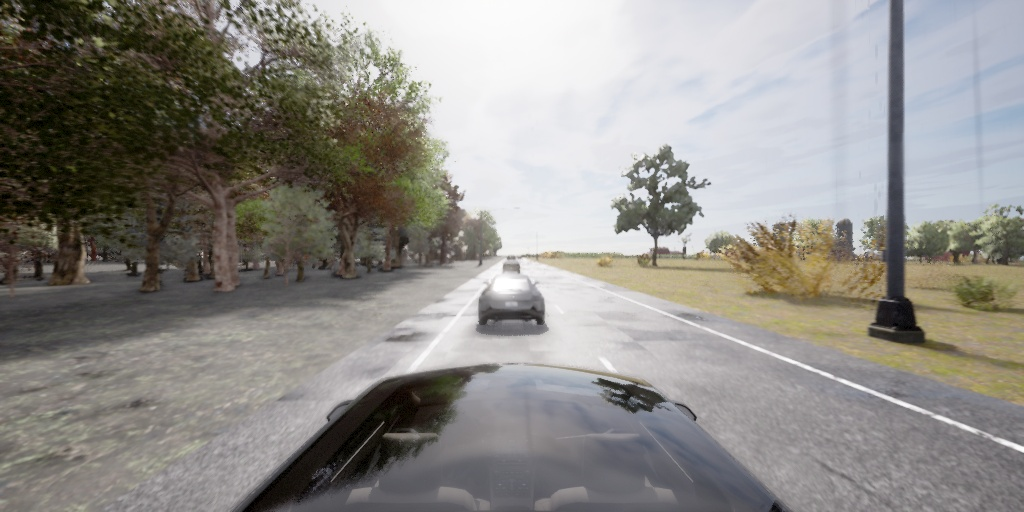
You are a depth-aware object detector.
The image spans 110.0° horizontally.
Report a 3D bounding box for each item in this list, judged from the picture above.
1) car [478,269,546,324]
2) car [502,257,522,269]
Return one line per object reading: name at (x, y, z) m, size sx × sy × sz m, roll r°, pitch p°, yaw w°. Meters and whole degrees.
car at (-0.009, 1.285, 11.838) m, size 1.994 × 1.385 × 4.181 m, roll 0°, pitch 0°, yaw 0°
car at (-0.048, 1.124, 38.764) m, size 1.882 × 1.535 × 5.008 m, roll 0°, pitch 0°, yaw 0°
